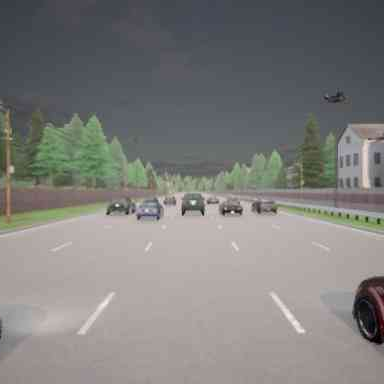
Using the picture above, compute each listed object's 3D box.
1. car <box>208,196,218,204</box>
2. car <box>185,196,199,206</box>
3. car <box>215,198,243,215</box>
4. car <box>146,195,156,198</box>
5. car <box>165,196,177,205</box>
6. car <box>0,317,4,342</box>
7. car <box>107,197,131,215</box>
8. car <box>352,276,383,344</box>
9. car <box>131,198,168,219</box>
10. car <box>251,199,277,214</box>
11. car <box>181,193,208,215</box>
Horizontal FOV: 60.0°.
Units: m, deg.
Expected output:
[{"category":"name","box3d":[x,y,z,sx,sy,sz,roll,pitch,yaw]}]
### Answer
[{"category":"car","box3d":[3.568,1.386,56.358,1.994,1.385,4.181,0,0,0]},{"category":"car","box3d":[0.042,1.378,53.403,2.033,1.411,5.357,0,0,1]},{"category":"car","box3d":[3.608,1.499,31.806,1.895,1.301,4.718,0,0,0]},{"category":"car","box3d":[-6.929,1.314,56.448,2.128,1.511,4.902,0,0,0]},{"category":"car","box3d":[-3.465,1.326,52.644,2.128,1.511,4.902,0,0,0]},{"category":"car","box3d":[-3.412,1.517,2.477,1.812,1.442,4.674,0,0,0]},{"category":"car","box3d":[-6.891,1.248,32.846,2.097,1.767,4.553,0,0,0]},{"category":"car","box3d":[3.602,1.552,3.731,1.994,1.385,4.181,0,0,0]},{"category":"car","box3d":[-3.393,1.460,27.601,2.033,1.411,5.357,0,0,0]},{"category":"car","box3d":[7.108,1.386,33.074,2.128,1.511,4.902,0,0,0]},{"category":"car","box3d":[0.109,1.118,32.592,2.150,2.045,5.566,0,0,0]}]
